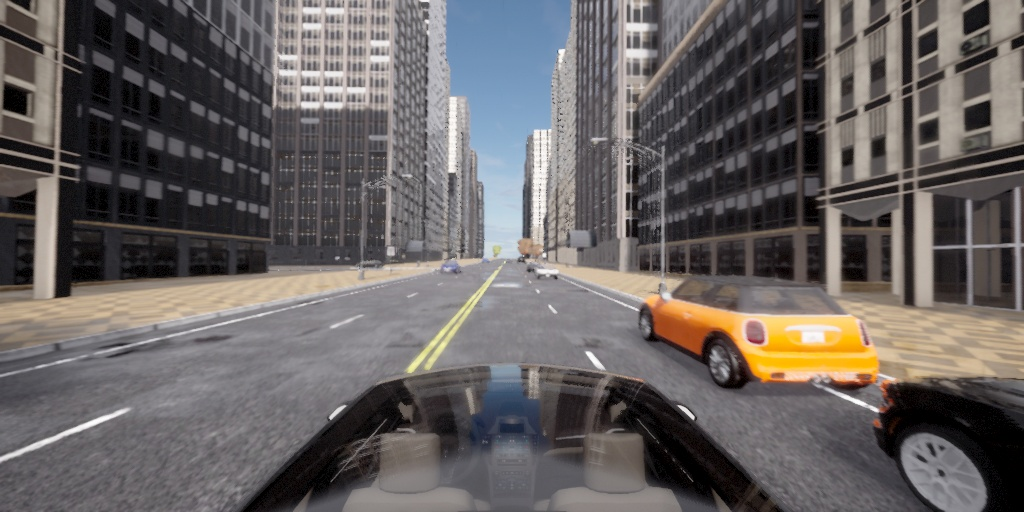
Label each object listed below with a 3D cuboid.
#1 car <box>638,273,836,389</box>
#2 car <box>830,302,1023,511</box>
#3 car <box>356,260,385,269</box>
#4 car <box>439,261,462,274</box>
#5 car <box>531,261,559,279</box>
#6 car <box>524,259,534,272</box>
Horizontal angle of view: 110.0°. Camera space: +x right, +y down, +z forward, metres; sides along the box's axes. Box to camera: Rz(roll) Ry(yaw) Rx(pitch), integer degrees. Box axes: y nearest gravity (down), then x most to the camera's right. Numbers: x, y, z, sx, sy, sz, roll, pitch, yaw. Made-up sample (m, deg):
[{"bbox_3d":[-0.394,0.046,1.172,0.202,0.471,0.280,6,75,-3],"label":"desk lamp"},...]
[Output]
[{"bbox_3d":[4.207,1.154,7.153,2.097,1.767,4.553,1,0,0],"label":"car"},{"bbox_3d":[4.255,1.275,1.182,1.882,1.535,5.008,1,0,0],"label":"car"},{"bbox_3d":[-22.856,1.385,57.828,4.403,1.370,2.007,0,0,-1],"label":"car"},{"bbox_3d":[-6.799,1.243,40.042,1.812,1.442,4.674,1,0,0],"label":"car"},{"bbox_3d":[3.088,1.421,33.089,1.895,1.301,4.718,1,0,0],"label":"car"},{"bbox_3d":[2.944,1.397,46.915,1.994,1.385,4.181,1,0,0],"label":"car"}]
